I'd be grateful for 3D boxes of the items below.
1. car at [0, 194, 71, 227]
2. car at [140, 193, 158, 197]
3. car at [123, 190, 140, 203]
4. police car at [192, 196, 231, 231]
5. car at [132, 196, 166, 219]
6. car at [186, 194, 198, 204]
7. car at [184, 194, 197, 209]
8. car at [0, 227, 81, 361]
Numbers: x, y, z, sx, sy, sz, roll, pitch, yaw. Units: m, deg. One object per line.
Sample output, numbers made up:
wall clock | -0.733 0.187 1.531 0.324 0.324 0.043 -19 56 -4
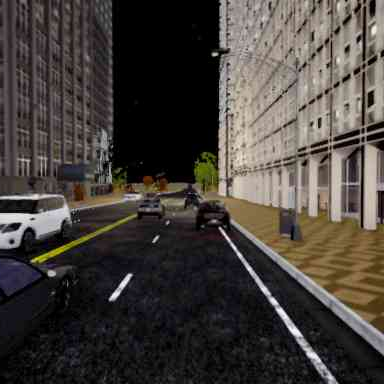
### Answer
car | -6.601 1.111 13.067 2.150 2.045 5.566 0 1 0
car | -6.564 0.890 53.292 2.097 1.767 4.553 0 0 0
car | -9.803 0.742 55.161 2.150 2.045 5.566 0 1 1
police car | 1.137 1.259 19.623 1.930 1.638 5.238 0 0 0
car | -3.149 1.322 26.480 2.033 1.411 5.357 0 1 0
car | 0.009 1.041 53.409 1.837 1.490 4.892 0 1 0
car | 0.021 1.159 40.058 1.837 1.490 4.892 0 0 0
car | -3.156 1.512 4.262 2.033 1.411 5.357 0 1 0
